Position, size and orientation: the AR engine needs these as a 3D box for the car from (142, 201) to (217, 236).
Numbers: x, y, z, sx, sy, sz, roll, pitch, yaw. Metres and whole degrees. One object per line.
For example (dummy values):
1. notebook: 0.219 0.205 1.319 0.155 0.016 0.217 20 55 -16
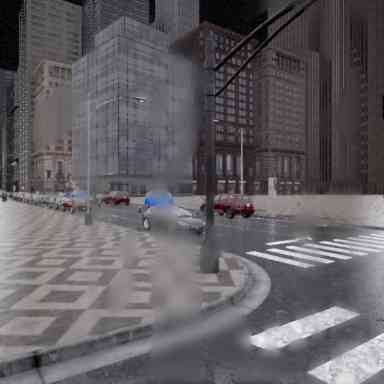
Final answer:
1. car: -1.031 1.367 16.981 2.008 1.369 4.403 1 0 -36

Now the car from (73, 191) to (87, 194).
1. car: -16.159 0.967 48.414 1.895 1.301 4.718 0 1 -36

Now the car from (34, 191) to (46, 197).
1. car: -38.487 0.495 84.139 1.887 1.381 4.507 0 0 -36

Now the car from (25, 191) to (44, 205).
1. car: -20.058 0.939 43.642 2.008 1.369 4.403 1 0 -36

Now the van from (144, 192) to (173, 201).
1. van: -3.596 0.931 35.255 1.690 1.788 3.998 1 0 -36

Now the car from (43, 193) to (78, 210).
1. car: -13.715 1.074 34.754 2.008 1.369 4.403 1 0 -36

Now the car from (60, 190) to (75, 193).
1. car: -21.881 0.778 56.432 1.812 1.442 4.674 0 1 -35

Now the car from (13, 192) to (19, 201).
1. car: -26.399 0.702 52.529 1.967 1.590 4.097 1 0 -36

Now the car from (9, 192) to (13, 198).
1. car: -29.572 0.747 56.973 1.887 1.381 4.507 1 0 -36

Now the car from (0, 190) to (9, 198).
1. car: -39.085 0.610 70.303 1.947 1.339 4.313 1 0 -36

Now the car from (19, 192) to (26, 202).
1. car: -23.229 0.874 48.086 2.008 1.369 4.403 1 0 -36

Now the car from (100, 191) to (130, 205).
1. car: -9.939 0.766 44.144 2.192 1.841 5.009 1 0 -36

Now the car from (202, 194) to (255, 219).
1. car: 2.748 1.050 26.367 2.192 1.841 5.009 1 0 -36

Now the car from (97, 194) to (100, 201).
1. car: -13.114 0.934 48.589 2.008 1.369 4.403 1 0 -36

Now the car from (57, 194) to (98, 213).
1. car: -10.544 1.139 30.311 1.887 1.381 4.507 1 0 -36
